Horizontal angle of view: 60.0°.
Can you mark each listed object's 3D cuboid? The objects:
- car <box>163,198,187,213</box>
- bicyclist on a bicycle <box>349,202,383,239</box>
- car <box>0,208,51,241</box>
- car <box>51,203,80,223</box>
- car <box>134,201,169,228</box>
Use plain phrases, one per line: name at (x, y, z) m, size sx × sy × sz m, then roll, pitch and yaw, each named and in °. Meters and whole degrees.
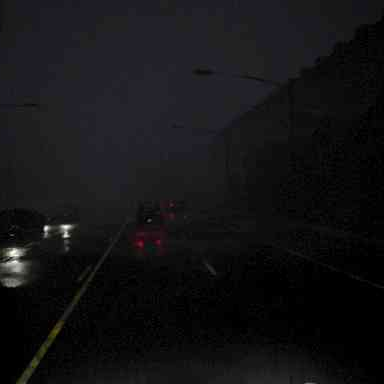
car at (-1.977, 1.540, 40.616) m, size 2.097 × 1.767 × 4.553 m, roll -1°, pitch 0°, yaw -11°
bicyclist on a bicycle at (7.605, 1.258, 14.501) m, size 1.656 × 1.620 × 0.582 m, roll -1°, pitch 0°, yaw -8°
car at (-9.523, 1.677, 18.098) m, size 1.882 × 1.535 × 5.008 m, roll -1°, pitch 0°, yaw -8°
car at (-10.948, 1.737, 28.459) m, size 1.882 × 1.535 × 5.008 m, roll -1°, pitch 0°, yaw -7°
car at (-3.031, 1.626, 23.629) m, size 2.128 × 1.511 × 4.902 m, roll -1°, pitch 0°, yaw -8°
